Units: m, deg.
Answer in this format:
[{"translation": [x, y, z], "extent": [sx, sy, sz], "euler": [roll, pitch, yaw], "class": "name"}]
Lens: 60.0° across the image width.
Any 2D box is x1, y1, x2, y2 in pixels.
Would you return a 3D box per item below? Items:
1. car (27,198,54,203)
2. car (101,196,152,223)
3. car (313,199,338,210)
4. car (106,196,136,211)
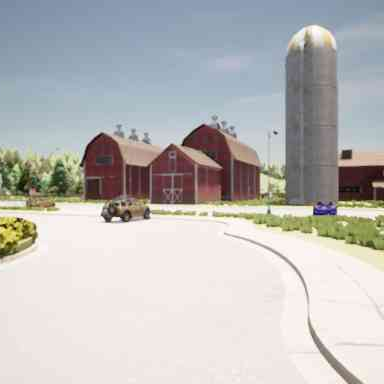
[{"translation": [-21.533, 1.613, 47.543], "extent": [1.816, 1.474, 4.193], "euler": [0, 0, 24], "class": "car"}, {"translation": [-5.112, 1.369, 26.291], "extent": [1.932, 1.855, 4.605], "euler": [0, 0, 24], "class": "car"}, {"translation": [13.097, 1.550, 32.658], "extent": [2.242, 1.667, 4.611], "euler": [0, 0, 24], "class": "car"}, {"translation": [-8.996, 1.408, 42.552], "extent": [1.905, 1.878, 3.866], "euler": [0, 0, 24], "class": "car"}]
